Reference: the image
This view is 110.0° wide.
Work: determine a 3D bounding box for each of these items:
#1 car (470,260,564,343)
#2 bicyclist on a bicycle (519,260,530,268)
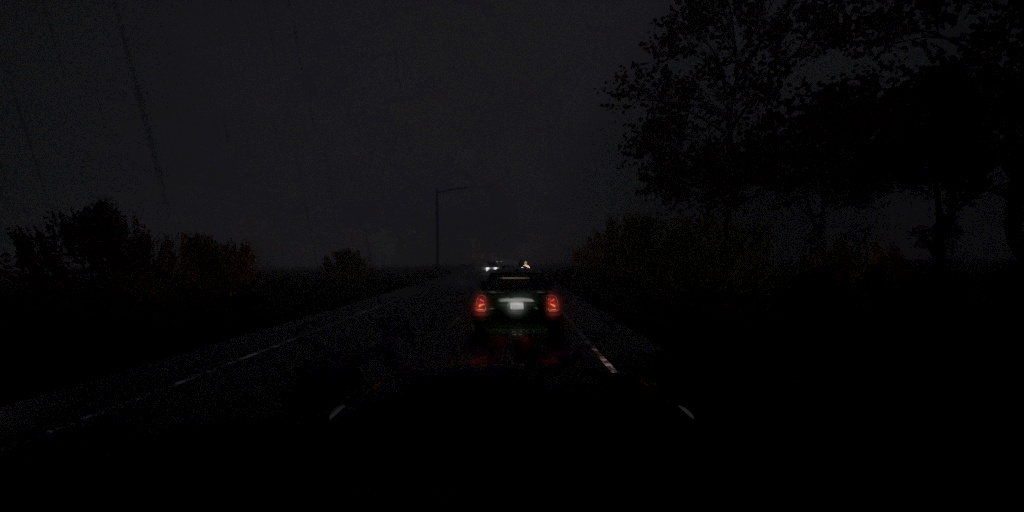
[{"bbox_3d":[0.113,1.099,9.857,2.097,1.767,4.553,0,0,0],"label":"car"},{"bbox_3d":[0.974,1.177,25.680,0.866,1.612,1.509,0,0,1],"label":"bicyclist on a bicycle"}]
